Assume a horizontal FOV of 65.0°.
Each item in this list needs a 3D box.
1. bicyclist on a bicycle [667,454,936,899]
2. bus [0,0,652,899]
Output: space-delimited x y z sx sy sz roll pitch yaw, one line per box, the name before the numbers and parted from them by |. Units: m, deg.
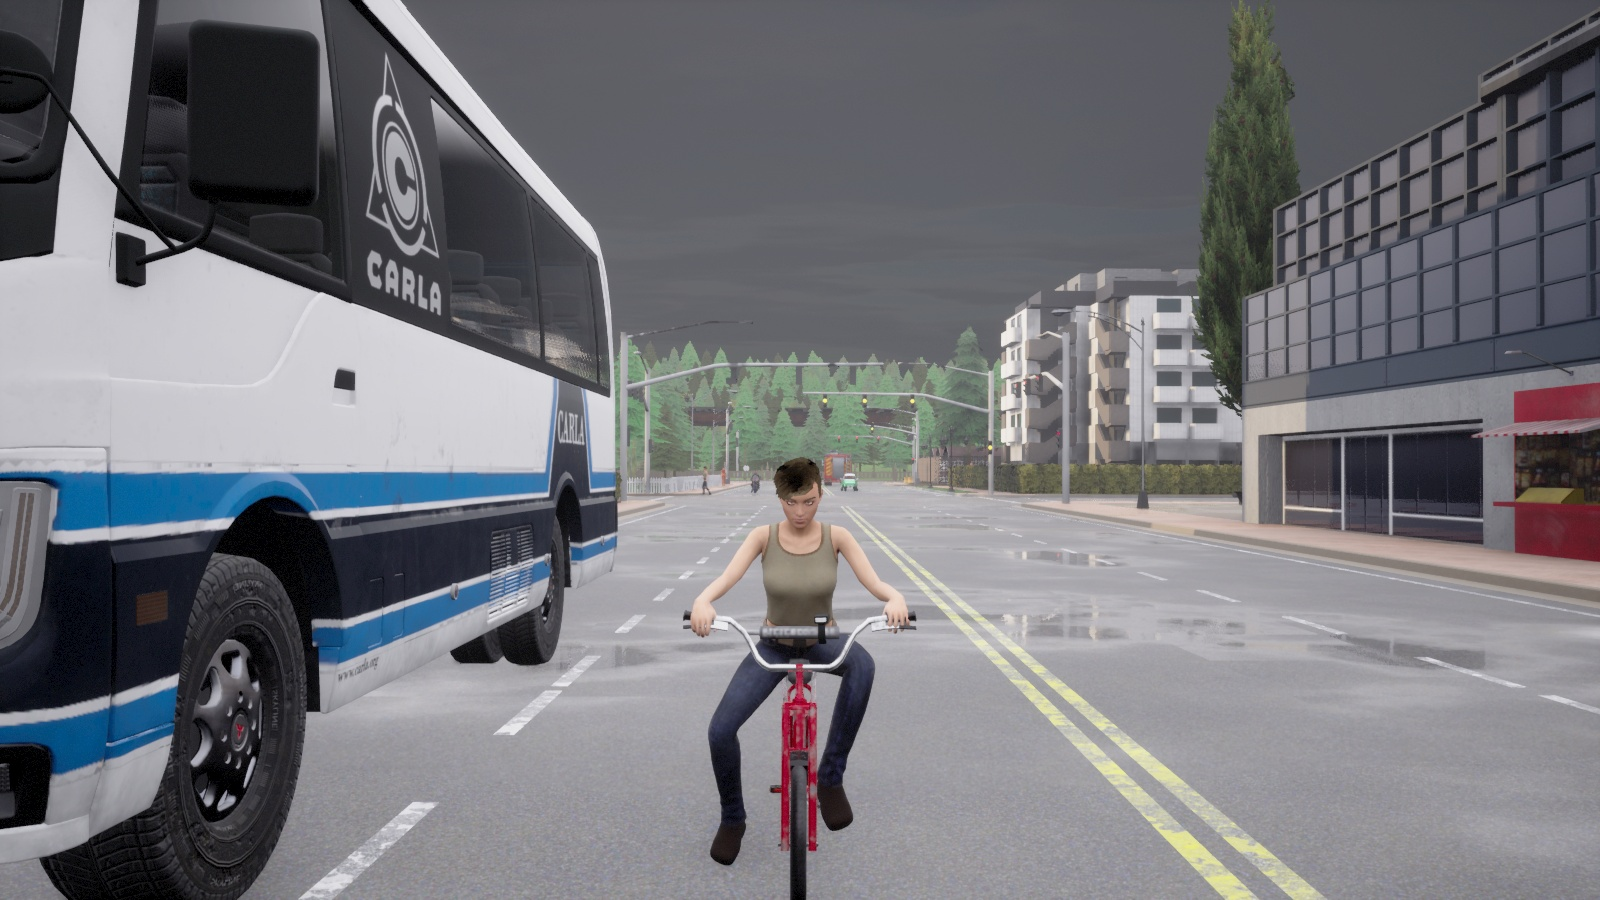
bicyclist on a bicycle | 0.005 0.832 4.830 0.866 1.612 1.509 0 -1 0
bus | -3.490 -0.422 7.526 3.944 4.253 10.273 0 -1 0
